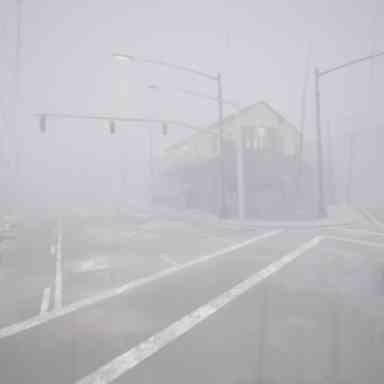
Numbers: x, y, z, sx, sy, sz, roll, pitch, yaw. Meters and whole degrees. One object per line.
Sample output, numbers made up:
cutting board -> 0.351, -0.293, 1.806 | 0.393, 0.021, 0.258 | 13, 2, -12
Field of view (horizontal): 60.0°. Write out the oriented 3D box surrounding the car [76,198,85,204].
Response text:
car -> -30.117, 2.451, 90.662 | 2.033, 1.411, 5.357 | -2, -1, -21
